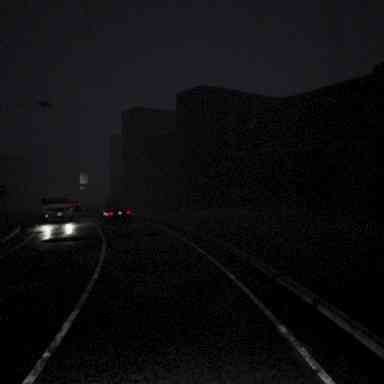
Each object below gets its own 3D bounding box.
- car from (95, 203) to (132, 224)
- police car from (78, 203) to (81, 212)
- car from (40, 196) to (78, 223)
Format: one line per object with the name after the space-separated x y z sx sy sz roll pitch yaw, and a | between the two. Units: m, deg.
-6.004 1.511 25.080 2.033 1.411 5.357 -2 1 -25 | car
-14.597 1.628 39.117 2.038 1.542 4.974 -3 1 -33 | police car
-11.321 1.367 27.562 2.150 2.045 5.566 -3 0 -29 | car
